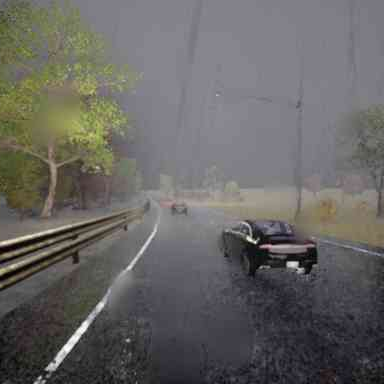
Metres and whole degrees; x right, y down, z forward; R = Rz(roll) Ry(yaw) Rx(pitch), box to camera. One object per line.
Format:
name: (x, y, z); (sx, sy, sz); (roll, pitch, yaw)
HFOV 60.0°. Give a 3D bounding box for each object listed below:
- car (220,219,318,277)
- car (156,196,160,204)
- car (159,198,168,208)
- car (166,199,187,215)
car: (2.204, 1.624, 10.729); (2.128, 1.511, 4.902); (0, -1, -7)
car: (-8.267, 2.485, 91.065); (1.882, 1.535, 5.008); (0, -1, -7)
car: (-4.374, 2.045, 61.183); (2.097, 1.767, 4.553); (0, -1, -7)
car: (-1.673, 1.963, 40.459); (2.128, 1.511, 4.902); (0, -1, -7)
